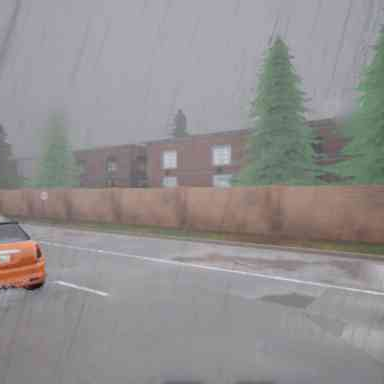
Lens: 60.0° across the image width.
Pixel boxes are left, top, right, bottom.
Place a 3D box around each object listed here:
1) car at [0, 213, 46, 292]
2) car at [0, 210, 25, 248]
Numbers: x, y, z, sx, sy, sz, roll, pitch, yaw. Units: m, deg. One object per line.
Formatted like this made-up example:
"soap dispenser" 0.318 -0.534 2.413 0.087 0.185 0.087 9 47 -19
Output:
"car" -5.521 1.376 7.856 4.553 1.767 2.097 0 0 35
"car" -9.711 1.570 15.140 4.674 1.442 1.812 0 0 36
